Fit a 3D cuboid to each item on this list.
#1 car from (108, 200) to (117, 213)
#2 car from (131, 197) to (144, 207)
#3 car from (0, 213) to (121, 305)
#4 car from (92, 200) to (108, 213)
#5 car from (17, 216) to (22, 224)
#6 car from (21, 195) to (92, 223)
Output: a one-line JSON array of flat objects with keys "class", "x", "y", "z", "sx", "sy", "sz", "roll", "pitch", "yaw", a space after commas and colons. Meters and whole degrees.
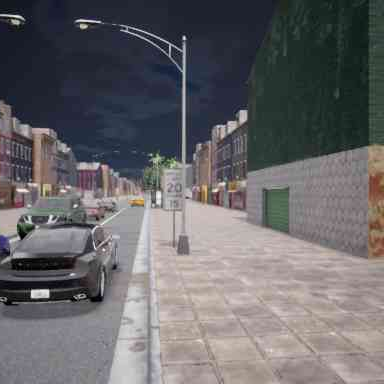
[{"class": "car", "x": -9.424, "y": 1.525, "z": 36.693, "sx": 1.994, "sy": 1.385, "sz": 4.181, "roll": 0, "pitch": 0, "yaw": -7}, {"class": "car", "x": -8.438, "y": 1.452, "z": 51.770, "sx": 1.882, "sy": 1.535, "sz": 5.008, "roll": 0, "pitch": 0, "yaw": -8}, {"class": "car", "x": -2.906, "y": 1.491, "z": 8.089, "sx": 1.837, "sy": 1.490, "sz": 4.892, "roll": 0, "pitch": 0, "yaw": -7}, {"class": "car", "x": -8.198, "y": 1.490, "z": 26.887, "sx": 1.812, "sy": 1.442, "sz": 4.674, "roll": 0, "pitch": 0, "yaw": -7}, {"class": "car", "x": -5.693, "y": 1.502, "z": 7.391, "sx": 1.812, "sy": 1.442, "sz": 4.674, "roll": 0, "pitch": 0, "yaw": -7}, {"class": "car", "x": -6.935, "y": 1.191, "z": 17.134, "sx": 2.150, "sy": 2.045, "sz": 5.566, "roll": 0, "pitch": 0, "yaw": -7}]
